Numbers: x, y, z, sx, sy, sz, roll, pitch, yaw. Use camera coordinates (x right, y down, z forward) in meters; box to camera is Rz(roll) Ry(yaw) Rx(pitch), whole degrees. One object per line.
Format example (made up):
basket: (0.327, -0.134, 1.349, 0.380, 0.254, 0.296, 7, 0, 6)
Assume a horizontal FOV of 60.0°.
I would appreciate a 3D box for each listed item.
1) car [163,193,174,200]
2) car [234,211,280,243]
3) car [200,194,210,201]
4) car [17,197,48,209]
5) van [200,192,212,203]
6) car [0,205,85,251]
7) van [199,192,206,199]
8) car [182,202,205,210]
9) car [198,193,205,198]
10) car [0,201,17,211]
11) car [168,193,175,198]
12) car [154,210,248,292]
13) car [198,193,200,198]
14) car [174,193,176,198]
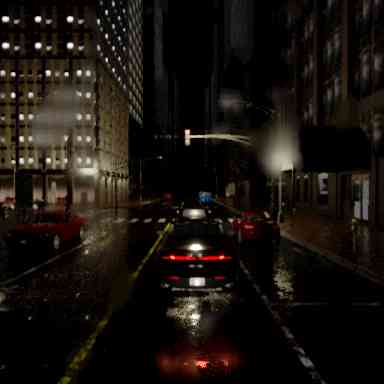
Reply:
car: (-5.703, 1.099, 75.789, 1.887, 1.381, 4.507, 0, 0, 0)
car: (2.813, 1.495, 15.108, 1.802, 1.307, 4.206, 0, 0, 0)
car: (2.678, 1.140, 70.093, 2.008, 1.369, 4.403, 0, 0, 0)
car: (-18.526, 1.288, 37.449, 4.403, 1.369, 2.008, 0, 1, 1)
van: (2.678, 0.999, 58.699, 1.690, 1.788, 3.998, 0, 0, 0)
car: (-5.826, 1.465, 13.730, 1.887, 1.381, 4.507, 0, 0, 0)
van: (2.676, 0.824, 87.182, 1.690, 1.788, 3.998, 0, 0, 0)
car: (0.099, 1.462, 17.627, 1.994, 1.385, 4.181, 0, 0, 0)
car: (2.676, 1.028, 92.880, 1.802, 1.307, 4.206, 0, 0, 0)
car: (-18.611, 1.144, 29.066, 5.009, 1.841, 2.192, 0, 1, 1)
car: (-5.704, 1.012, 92.879, 1.947, 1.339, 4.313, 0, 0, 0)
car: (0.099, 1.453, 8.752, 1.837, 1.490, 4.892, 0, 0, 0)
car: (2.679, 1.175, 64.396, 2.008, 1.369, 4.403, 0, 0, 0)
car: (-5.703, 1.084, 81.486, 1.947, 1.339, 4.313, 0, 0, 0)
